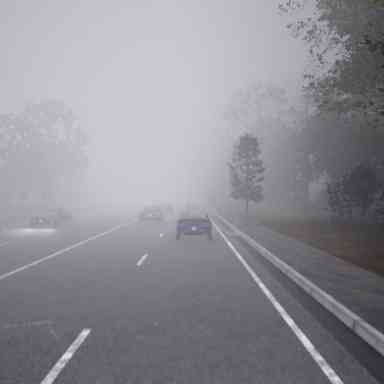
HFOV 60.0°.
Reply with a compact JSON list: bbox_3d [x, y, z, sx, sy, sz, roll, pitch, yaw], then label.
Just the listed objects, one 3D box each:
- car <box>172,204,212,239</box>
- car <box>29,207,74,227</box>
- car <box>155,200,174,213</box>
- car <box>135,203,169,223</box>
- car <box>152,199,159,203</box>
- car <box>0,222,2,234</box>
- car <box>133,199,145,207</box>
[{"bbox_3d":[0.099,1.695,18.950,1.882,1.535,5.008,0,-1,0],"label":"car"},{"bbox_3d":[-10.501,1.851,25.069,1.994,1.385,4.181,0,-1,0],"label":"car"},{"bbox_3d":[-3.442,2.075,44.627,1.994,1.385,4.181,0,-1,0],"label":"car"},{"bbox_3d":[-3.405,1.894,28.796,1.994,1.385,4.181,0,-1,0],"label":"car"},{"bbox_3d":[-7.007,2.249,66.433,1.837,1.490,4.892,0,0,0],"label":"car"},{"bbox_3d":[-10.501,1.698,15.044,1.812,1.442,4.674,0,-1,0],"label":"car"},{"bbox_3d":[-10.505,2.226,66.357,1.882,1.535,5.008,0,0,0],"label":"car"}]
